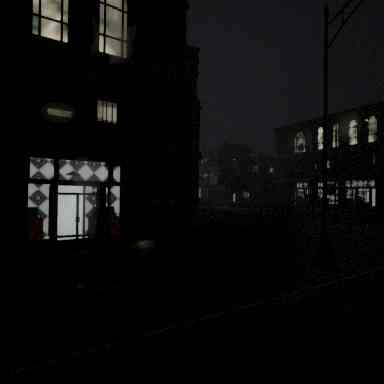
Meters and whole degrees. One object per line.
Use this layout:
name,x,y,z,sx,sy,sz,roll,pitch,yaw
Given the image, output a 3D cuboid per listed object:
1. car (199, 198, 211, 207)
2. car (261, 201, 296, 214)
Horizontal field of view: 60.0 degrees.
car,1.376,1.618,52.117,1.887,1.381,4.507,1,-1,-27
car,9.443,1.622,36.635,2.008,1.369,4.403,1,-1,-27
